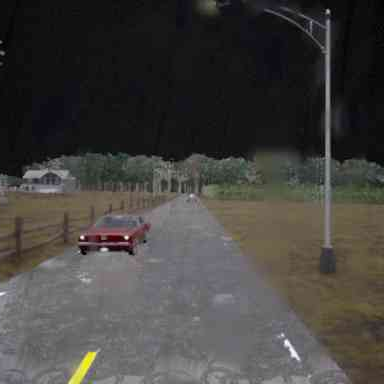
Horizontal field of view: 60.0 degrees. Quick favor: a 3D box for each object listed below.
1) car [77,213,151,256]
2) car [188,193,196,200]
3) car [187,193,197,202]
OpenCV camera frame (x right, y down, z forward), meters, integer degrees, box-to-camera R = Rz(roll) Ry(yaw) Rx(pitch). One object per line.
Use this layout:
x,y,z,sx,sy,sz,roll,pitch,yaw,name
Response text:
-2.815,1.540,12.894,1.895,1.301,4.718,0,0,0,car
0.009,1.012,73.193,1.812,1.442,4.674,0,0,0,car
0.008,1.227,62.777,2.033,1.411,5.357,0,0,0,car
